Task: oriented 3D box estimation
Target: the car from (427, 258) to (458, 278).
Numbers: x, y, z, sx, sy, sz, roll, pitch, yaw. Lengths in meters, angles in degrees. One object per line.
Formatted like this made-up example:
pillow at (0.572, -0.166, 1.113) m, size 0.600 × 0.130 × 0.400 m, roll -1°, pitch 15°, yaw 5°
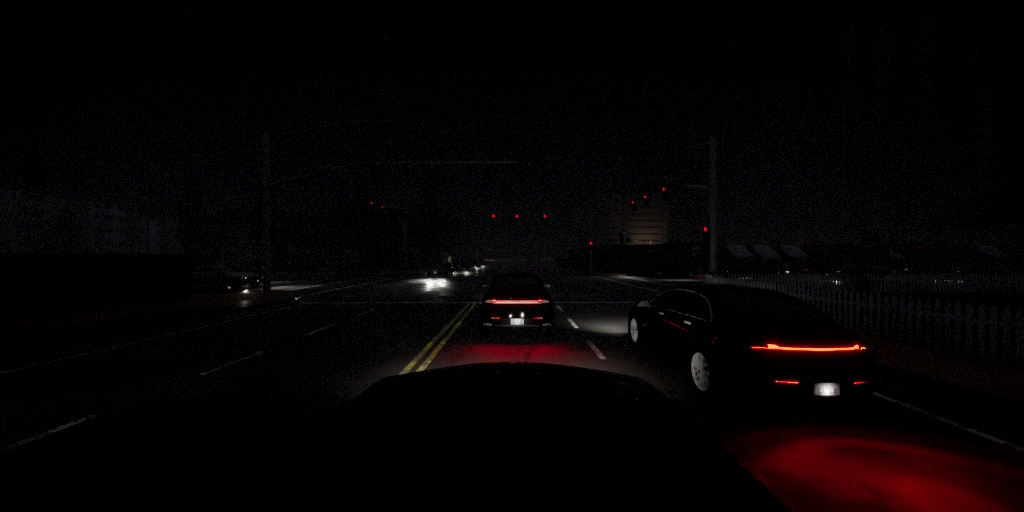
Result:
car at (-6.892, 1.242, 34.704) m, size 2.128 × 1.511 × 4.902 m, roll 0°, pitch 0°, yaw 0°

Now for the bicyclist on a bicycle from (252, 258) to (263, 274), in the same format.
bicyclist on a bicycle at (-26.161, 1.051, 36.892) m, size 0.582 × 1.620 × 1.656 m, roll 0°, pitch 0°, yaw -3°

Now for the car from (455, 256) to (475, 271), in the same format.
car at (-6.802, 0.973, 48.900) m, size 2.150 × 2.045 × 5.566 m, roll 0°, pitch 0°, yaw 0°

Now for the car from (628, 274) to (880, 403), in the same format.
car at (3.589, 1.255, 6.467) m, size 1.837 × 1.490 × 4.892 m, roll 0°, pitch 0°, yaw 1°

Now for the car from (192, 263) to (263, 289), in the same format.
car at (-18.154, 1.276, 22.300) m, size 4.674 × 1.442 × 1.812 m, roll 0°, pitch 0°, yaw 0°

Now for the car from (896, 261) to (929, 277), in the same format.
car at (38.507, 1.242, 33.904) m, size 4.902 × 1.511 × 2.128 m, roll 0°, pitch 0°, yaw -1°

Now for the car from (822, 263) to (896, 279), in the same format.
car at (28.887, 1.276, 30.231) m, size 4.674 × 1.442 × 1.812 m, roll 0°, pitch 0°, yaw -1°

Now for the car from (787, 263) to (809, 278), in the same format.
car at (24.672, 1.297, 33.663) m, size 5.357 × 1.411 × 2.033 m, roll 0°, pitch 0°, yaw -1°

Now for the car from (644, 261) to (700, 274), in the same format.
car at (14.933, 1.255, 33.545) m, size 4.892 × 1.490 × 1.837 m, roll 0°, pitch 0°, yaw 1°

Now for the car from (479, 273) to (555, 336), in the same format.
car at (0.134, 1.242, 10.372) m, size 2.128 × 1.511 × 4.902 m, roll 0°, pitch 0°, yaw 0°

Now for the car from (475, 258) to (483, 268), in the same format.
car at (-6.677, 1.257, 62.686) m, size 1.837 × 1.490 × 4.892 m, roll 0°, pitch -1°, yaw 1°

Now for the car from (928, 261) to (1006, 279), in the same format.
car at (38.886, 1.276, 30.411) m, size 4.674 × 1.442 × 1.812 m, roll 0°, pitch 0°, yaw -1°

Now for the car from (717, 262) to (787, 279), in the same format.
car at (19.627, 1.241, 30.067) m, size 4.902 × 1.511 × 2.128 m, roll 0°, pitch 0°, yaw -1°
